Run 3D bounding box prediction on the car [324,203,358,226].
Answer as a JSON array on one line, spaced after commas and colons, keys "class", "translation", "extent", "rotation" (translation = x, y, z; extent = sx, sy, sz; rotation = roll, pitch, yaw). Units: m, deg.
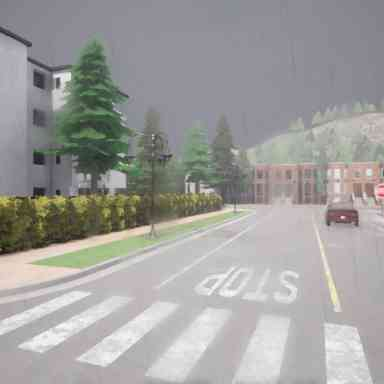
[{"class": "car", "translation": [10.354, 1.480, 23.266], "extent": [1.882, 1.535, 5.008], "rotation": [0, 0, 20]}]
